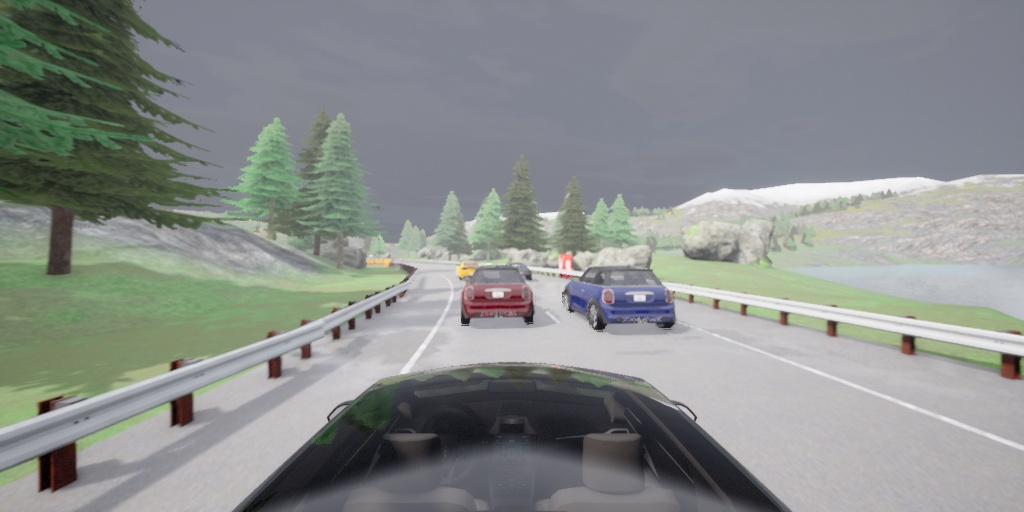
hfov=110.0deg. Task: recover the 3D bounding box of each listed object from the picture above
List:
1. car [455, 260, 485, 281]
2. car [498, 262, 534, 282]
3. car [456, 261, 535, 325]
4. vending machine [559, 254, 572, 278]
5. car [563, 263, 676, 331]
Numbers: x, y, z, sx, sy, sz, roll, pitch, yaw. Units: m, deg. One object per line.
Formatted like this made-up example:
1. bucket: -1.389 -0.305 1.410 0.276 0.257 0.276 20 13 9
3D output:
1. car: -3.581 1.139 29.754 1.882 1.535 5.008 0 0 -13
2. car: 0.206 1.215 28.847 1.994 1.385 4.181 0 0 -13
3. car: -0.568 1.067 11.913 2.097 1.767 4.553 0 0 -5
4. vending machine: 4.680 0.822 31.239 1.100 2.100 0.880 0 0 -14
5. car: 3.015 1.059 11.053 2.097 1.767 4.553 0 0 -5
